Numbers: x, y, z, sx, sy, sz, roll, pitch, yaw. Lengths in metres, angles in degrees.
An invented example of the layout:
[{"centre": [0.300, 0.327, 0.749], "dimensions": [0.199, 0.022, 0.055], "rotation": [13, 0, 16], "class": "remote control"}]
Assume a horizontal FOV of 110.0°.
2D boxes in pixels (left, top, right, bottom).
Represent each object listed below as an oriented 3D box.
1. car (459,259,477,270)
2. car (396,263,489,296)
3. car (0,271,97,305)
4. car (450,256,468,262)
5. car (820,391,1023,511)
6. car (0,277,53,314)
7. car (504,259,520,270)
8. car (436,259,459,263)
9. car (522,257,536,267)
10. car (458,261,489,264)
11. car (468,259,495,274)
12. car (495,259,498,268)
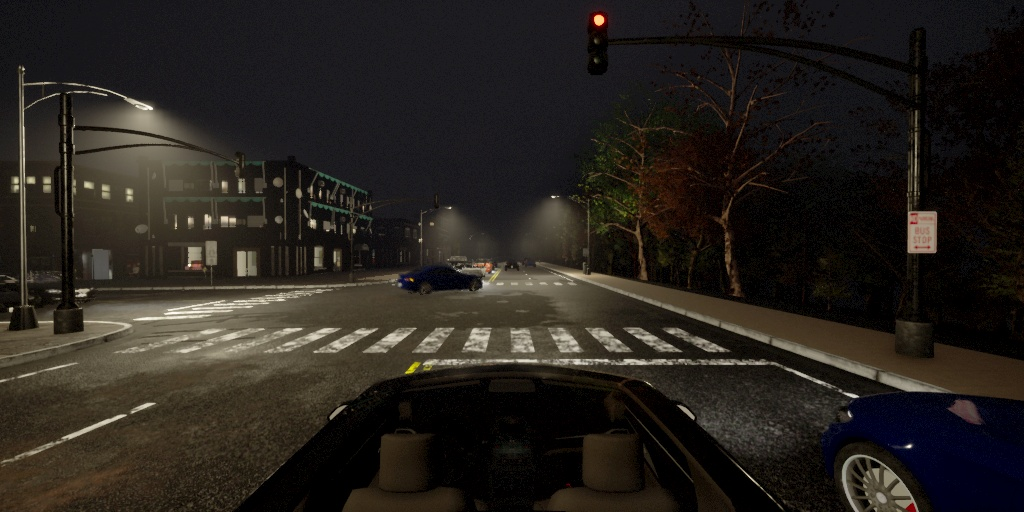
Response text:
[{"centre": [-6.696, 1.222, 54.641], "dimensions": [2.128, 1.511, 4.902], "rotation": [0, 0, 0], "class": "car"}, {"centre": [-3.799, 1.271, 19.281], "dimensions": [4.674, 1.442, 1.812], "rotation": [0, 1, -38], "class": "car"}, {"centre": [-21.125, 1.476, 15.559], "dimensions": [4.902, 1.511, 2.128], "rotation": [-1, 1, 0], "class": "car"}, {"centre": [-6.674, 0.957, 44.237], "dimensions": [2.150, 2.045, 5.566], "rotation": [0, 0, 0], "class": "car"}, {"centre": [3.358, 1.276, 0.888], "dimensions": [1.812, 1.442, 4.674], "rotation": [0, 0, 1], "class": "car"}, {"centre": [-19.970, 1.565, 12.853], "dimensions": [4.313, 1.339, 1.948], "rotation": [0, 0, 0], "class": "car"}, {"centre": [-0.002, 1.258, 50.229], "dimensions": [1.812, 1.442, 4.674], "rotation": [0, 0, 0], "class": "car"}, {"centre": [-6.659, 1.287, 34.001], "dimensions": [2.033, 1.411, 5.357], "rotation": [0, 0, 0], "class": "car"}, {"centre": [3.227, 1.274, 63.694], "dimensions": [2.033, 1.411, 5.357], "rotation": [0, 0, 0], "class": "car"}, {"centre": [-3.407, 1.341, 32.282], "dimensions": [1.895, 1.301, 4.718], "rotation": [0, 0, 0], "class": "car"}, {"centre": [-3.423, 1.088, 41.254], "dimensions": [2.097, 1.767, 4.553], "rotation": [0, 0, 0], "class": "car"}, {"centre": [-3.436, 1.223, 51.286], "dimensions": [2.128, 1.511, 4.902], "rotation": [0, 0, 0], "class": "car"}]
